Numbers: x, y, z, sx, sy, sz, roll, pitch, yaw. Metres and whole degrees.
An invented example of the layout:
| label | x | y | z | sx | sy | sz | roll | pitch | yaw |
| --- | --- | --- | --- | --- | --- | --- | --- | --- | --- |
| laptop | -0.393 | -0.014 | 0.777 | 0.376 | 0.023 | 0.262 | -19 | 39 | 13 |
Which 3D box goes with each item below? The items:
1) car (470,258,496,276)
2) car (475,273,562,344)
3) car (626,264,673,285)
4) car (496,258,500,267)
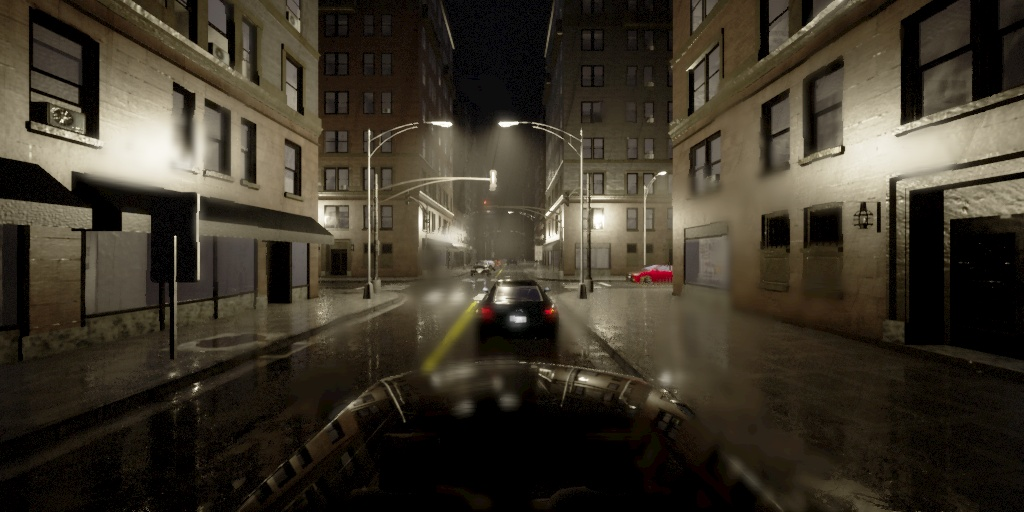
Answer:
| label | x | y | z | sx | sy | sz | roll | pitch | yaw |
| --- | --- | --- | --- | --- | --- | --- | --- | --- | --- |
| car | -3.083 | 1.240 | 36.420 | 2.128 | 1.511 | 4.902 | 0 | 0 | 0 |
| car | 0.117 | 1.314 | 9.592 | 1.994 | 1.385 | 4.181 | 0 | 0 | -1 |
| car | 10.208 | 1.283 | 25.167 | 4.181 | 1.385 | 1.994 | 0 | 0 | -2 |
| car | -3.081 | 1.293 | 47.827 | 2.033 | 1.411 | 5.357 | 0 | 0 | 0 |
